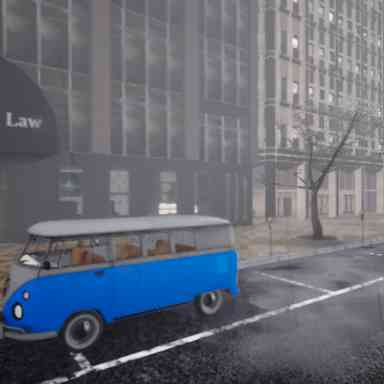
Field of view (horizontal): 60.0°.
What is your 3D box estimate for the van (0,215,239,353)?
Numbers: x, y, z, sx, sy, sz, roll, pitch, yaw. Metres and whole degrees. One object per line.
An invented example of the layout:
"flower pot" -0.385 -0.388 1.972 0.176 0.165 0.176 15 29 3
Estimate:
"van" -1.017 1.342 5.842 3.998 1.788 1.690 0 0 -36
